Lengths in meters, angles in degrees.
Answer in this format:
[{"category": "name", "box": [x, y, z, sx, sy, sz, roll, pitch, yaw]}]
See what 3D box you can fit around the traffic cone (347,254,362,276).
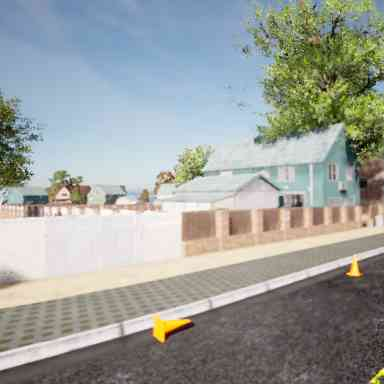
[{"category": "traffic cone", "box": [4.799, 2.128, 9.801, 0.340, 0.580, 0.340, 1, -1, -43]}]
